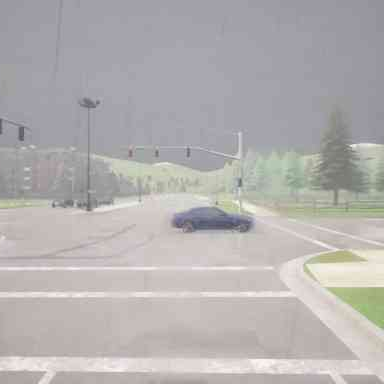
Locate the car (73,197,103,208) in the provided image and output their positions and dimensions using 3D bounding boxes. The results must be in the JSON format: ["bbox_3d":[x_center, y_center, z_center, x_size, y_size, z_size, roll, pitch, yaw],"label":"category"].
[{"bbox_3d":[-14.934,1.547,48.121,2.033,1.411,5.357,0,0,0],"label":"car"}]

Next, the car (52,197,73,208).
[{"bbox_3d":[-18.438,1.491,47.741,2.128,1.511,4.902,0,0,0],"label":"car"}]

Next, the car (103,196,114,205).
[{"bbox_3d":[-14.920,1.505,58.203,1.837,1.490,4.892,0,0,0],"label":"car"}]

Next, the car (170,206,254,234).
[{"bbox_3d":[1.113,1.525,18.602,4.674,1.442,1.812,0,0,-1],"label":"car"}]

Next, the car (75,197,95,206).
[{"bbox_3d":[-18.421,1.564,57.494,1.994,1.385,4.181,0,0,0],"label":"car"}]
